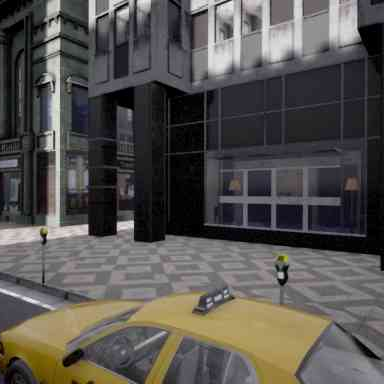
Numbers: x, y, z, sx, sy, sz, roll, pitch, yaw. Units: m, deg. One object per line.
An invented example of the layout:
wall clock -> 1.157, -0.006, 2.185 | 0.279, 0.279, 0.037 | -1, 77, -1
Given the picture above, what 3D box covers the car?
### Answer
car -> -0.021, 1.525, 2.979 | 4.829, 1.417, 1.752 | 0, 0, 36
